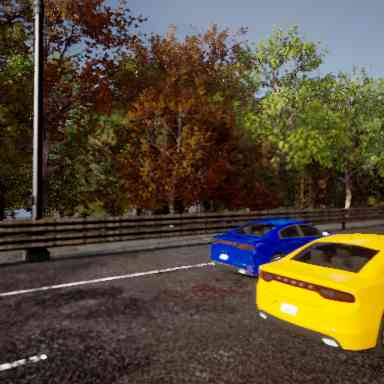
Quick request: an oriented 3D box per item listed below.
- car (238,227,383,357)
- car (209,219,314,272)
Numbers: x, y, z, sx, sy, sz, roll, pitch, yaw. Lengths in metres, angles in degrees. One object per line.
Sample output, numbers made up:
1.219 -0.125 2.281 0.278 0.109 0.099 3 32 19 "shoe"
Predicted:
3.386 1.535 6.189 5.008 1.535 1.882 1 0 -36 "car"
2.827 1.555 10.096 5.008 1.535 1.882 1 0 -36 "car"
